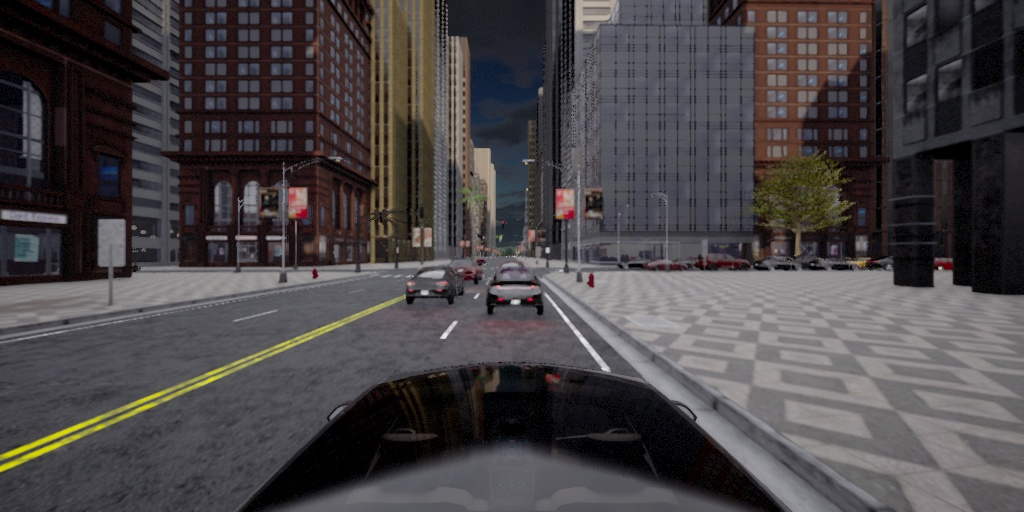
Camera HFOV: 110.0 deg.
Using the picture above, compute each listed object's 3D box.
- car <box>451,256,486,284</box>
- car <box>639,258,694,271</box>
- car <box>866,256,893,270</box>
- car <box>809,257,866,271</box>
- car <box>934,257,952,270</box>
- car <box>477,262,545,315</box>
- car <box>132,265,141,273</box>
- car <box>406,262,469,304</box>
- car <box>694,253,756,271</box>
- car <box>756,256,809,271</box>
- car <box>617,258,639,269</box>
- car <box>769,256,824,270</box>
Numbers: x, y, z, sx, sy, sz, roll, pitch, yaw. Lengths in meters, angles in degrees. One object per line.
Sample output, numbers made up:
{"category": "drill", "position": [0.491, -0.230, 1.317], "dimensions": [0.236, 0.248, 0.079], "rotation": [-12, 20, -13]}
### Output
{"category": "car", "position": [-3.142, 0.890, 24.219], "dimensions": [2.097, 1.767, 4.553], "rotation": [0, 0, 0]}
{"category": "car", "position": [15.327, 0.947, 35.787], "dimensions": [4.207, 1.307, 1.802], "rotation": [0, 0, -1]}
{"category": "car", "position": [41.254, 0.794, 38.813], "dimensions": [4.892, 1.490, 1.837], "rotation": [0, 0, -1]}
{"category": "car", "position": [32.239, 0.877, 36.043], "dimensions": [4.313, 1.339, 1.948], "rotation": [0, 0, -1]}
{"category": "car", "position": [43.516, 0.829, 36.215], "dimensions": [4.507, 1.381, 1.888], "rotation": [0, 0, -1]}
{"category": "car", "position": [0.103, 1.123, 12.928], "dimensions": [2.128, 1.511, 4.902], "rotation": [0, 1, 0]}
{"category": "car", "position": [-42.368, 1.213, 37.863], "dimensions": [4.718, 1.301, 1.895], "rotation": [0, 0, 0]}
{"category": "car", "position": [-3.145, 1.137, 15.242], "dimensions": [1.812, 1.442, 4.674], "rotation": [0, 0, 0]}
{"category": "car", "position": [20.965, 0.659, 35.872], "dimensions": [5.009, 1.841, 2.192], "rotation": [0, 0, -1]}
{"category": "car", "position": [26.602, 0.893, 35.958], "dimensions": [4.313, 1.339, 1.948], "rotation": [0, 0, -1]}
{"category": "car", "position": [15.199, 0.937, 44.311], "dimensions": [4.313, 1.339, 1.948], "rotation": [0, 0, -1]}
{"category": "car", "position": [33.115, 0.816, 41.811], "dimensions": [4.892, 1.490, 1.837], "rotation": [-1, 0, -1]}
